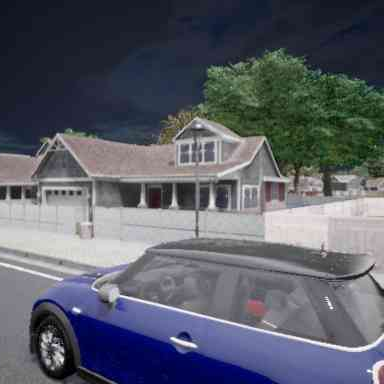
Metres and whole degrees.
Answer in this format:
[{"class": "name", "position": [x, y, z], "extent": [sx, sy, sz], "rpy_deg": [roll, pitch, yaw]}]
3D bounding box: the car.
[{"class": "car", "position": [0.071, 1.346, 3.954], "extent": [4.553, 1.767, 2.097], "rpy_deg": [0, 0, 36]}]
